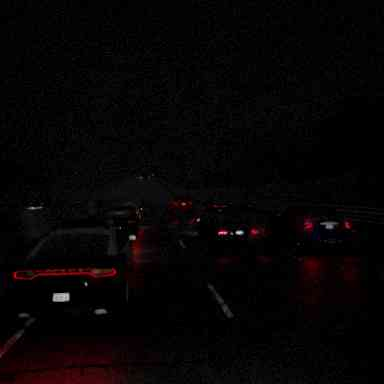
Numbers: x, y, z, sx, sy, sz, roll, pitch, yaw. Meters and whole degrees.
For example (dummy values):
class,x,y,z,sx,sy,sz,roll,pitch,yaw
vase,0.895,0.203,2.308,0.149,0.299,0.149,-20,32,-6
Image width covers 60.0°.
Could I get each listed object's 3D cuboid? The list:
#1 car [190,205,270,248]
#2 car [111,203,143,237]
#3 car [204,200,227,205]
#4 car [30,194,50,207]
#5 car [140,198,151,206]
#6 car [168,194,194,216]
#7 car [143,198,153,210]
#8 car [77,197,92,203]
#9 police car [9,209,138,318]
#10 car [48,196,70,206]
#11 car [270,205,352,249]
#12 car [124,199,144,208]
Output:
class,x,y,z,sx,sy,sz,roll,pitch,yaw
car,1.390,1.539,14.673,2.033,1.411,5.357,0,0,-8
car,-3.684,1.527,17.490,1.812,1.442,4.674,0,0,-8
car,2.389,1.551,33.405,1.837,1.490,4.892,0,-1,-8
car,-25.625,1.437,56.603,2.150,2.045,5.566,0,0,-7
car,-8.685,1.797,62.324,1.994,1.385,4.181,0,0,-8
car,-1.147,1.270,33.455,2.150,2.045,5.566,0,-1,-8
car,-6.237,1.661,44.379,2.033,1.411,5.357,0,0,-7
car,-18.803,1.721,58.295,1.837,1.490,4.892,0,0,-7
police car,-2.358,1.418,7.681,1.930,1.638,5.238,0,0,-8
car,-22.046,1.755,56.153,2.033,1.411,5.357,0,0,-7
car,4.917,1.342,14.706,2.097,1.767,4.553,0,0,-8
car,-4.514,1.472,23.628,1.801,1.575,5.366,0,0,-8
